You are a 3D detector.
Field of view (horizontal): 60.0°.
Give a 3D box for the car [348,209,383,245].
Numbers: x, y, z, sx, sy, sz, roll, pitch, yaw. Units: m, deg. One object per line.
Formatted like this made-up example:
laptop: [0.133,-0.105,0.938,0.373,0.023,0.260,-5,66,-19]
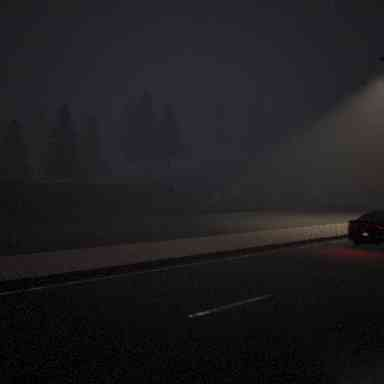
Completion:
car: [8.676,1.477,14.235,5.008,1.535,1.882,0,0,-36]
